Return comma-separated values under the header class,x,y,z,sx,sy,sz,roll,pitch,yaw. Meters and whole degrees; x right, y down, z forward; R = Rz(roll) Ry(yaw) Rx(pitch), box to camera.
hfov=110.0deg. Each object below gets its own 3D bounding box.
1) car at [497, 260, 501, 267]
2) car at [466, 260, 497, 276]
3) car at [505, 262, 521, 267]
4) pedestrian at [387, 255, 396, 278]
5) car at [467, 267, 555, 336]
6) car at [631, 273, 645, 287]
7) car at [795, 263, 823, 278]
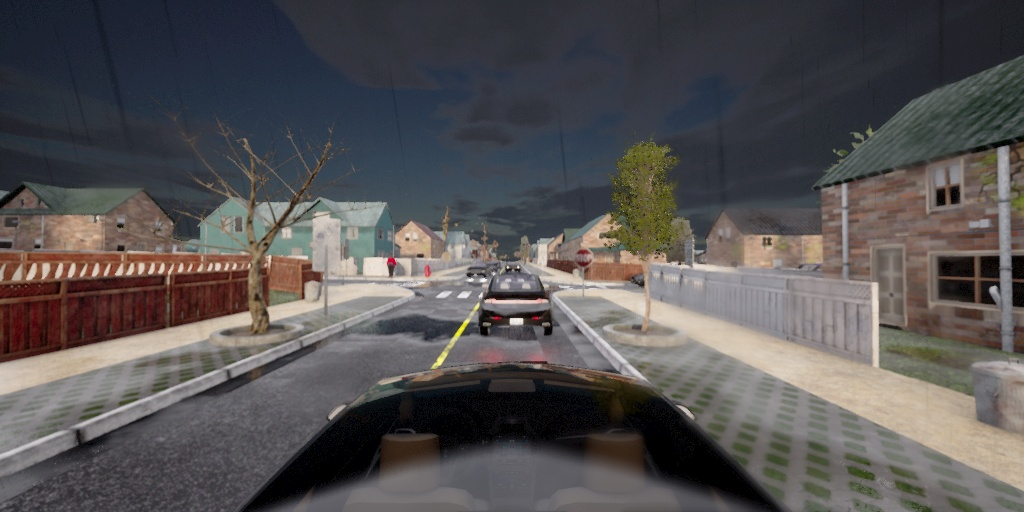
class,x,y,z,sx,sy,sz,roll,pitch,yaw
car,-2.815,1.336,45.163,1.994,1.385,4.181,0,0,0
car,-3.021,1.303,34.173,2.033,1.411,5.357,0,0,4
car,0.126,1.371,44.226,1.895,1.301,4.718,0,0,0
pedestrian,-9.612,0.770,28.505,0.375,1.860,0.375,0,-2,0
car,0.103,1.238,10.385,2.128,1.511,4.902,0,0,0
car,11.023,1.553,25.606,4.892,1.490,1.837,1,-1,1
car,21.762,1.512,25.564,5.566,2.045,2.150,1,-1,0
